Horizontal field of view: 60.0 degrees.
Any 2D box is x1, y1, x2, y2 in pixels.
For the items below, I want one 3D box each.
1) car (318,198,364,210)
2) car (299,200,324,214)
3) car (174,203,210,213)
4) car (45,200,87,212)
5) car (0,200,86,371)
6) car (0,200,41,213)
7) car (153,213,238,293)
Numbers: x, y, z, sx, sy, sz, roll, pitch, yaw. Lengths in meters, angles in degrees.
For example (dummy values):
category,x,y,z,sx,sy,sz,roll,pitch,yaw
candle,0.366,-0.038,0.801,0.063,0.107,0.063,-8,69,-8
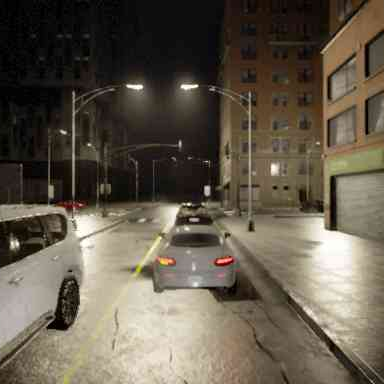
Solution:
category,x,y,z,sx,sy,sz,roll,pitch,yaw
car,17.375,1.372,38.879,4.403,1.369,2.008,0,0,0
car,11.997,1.366,30.340,4.313,1.339,1.947,0,0,0
car,0.025,1.397,18.543,2.033,1.649,4.856,0,0,-2
car,-14.610,1.643,38.794,4.206,1.307,1.802,0,0,0
car,-3.065,1.218,3.946,2.150,2.045,5.566,0,0,0
car,-20.259,1.668,38.779,4.313,1.339,1.947,0,0,0
car,0.071,1.512,8.679,1.812,1.442,4.674,0,0,0
